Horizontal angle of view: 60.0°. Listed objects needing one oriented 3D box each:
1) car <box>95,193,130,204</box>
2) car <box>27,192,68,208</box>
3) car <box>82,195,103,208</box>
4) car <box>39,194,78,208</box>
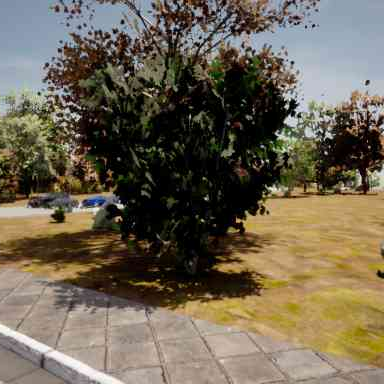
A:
[{"bbox_3d":[-12.858,0.971,54.024,2.033,1.411,5.357,0,3,39],"label":"car"},{"bbox_3d":[-19.565,1.060,45.758,2.150,2.045,5.566,0,2,39],"label":"car"},{"bbox_3d":[-11.922,1.187,43.748,1.882,1.535,5.008,0,2,39],"label":"car"},{"bbox_3d":[-17.022,1.400,43.329,1.994,1.385,4.181,0,2,39],"label":"car"}]
